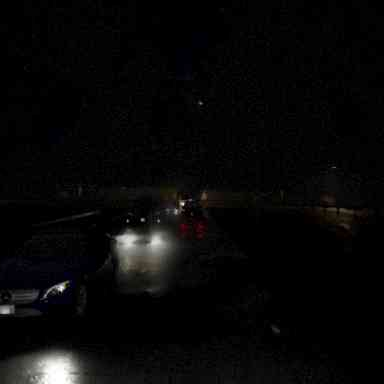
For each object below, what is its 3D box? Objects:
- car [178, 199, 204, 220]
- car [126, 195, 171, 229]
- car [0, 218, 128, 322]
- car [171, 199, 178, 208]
[{"bbox_3d":[0.007,1.549,28.214,1.812,1.442,4.674,0,0,0],"label":"car"},{"bbox_3d":[-2.833,1.234,21.918,2.150,2.045,5.566,0,0,0],"label":"car"},{"bbox_3d":[-2.845,1.526,7.379,1.812,1.442,4.674,0,0,0],"label":"car"},{"bbox_3d":[-2.760,1.651,47.735,1.994,1.385,4.181,0,0,0],"label":"car"}]
